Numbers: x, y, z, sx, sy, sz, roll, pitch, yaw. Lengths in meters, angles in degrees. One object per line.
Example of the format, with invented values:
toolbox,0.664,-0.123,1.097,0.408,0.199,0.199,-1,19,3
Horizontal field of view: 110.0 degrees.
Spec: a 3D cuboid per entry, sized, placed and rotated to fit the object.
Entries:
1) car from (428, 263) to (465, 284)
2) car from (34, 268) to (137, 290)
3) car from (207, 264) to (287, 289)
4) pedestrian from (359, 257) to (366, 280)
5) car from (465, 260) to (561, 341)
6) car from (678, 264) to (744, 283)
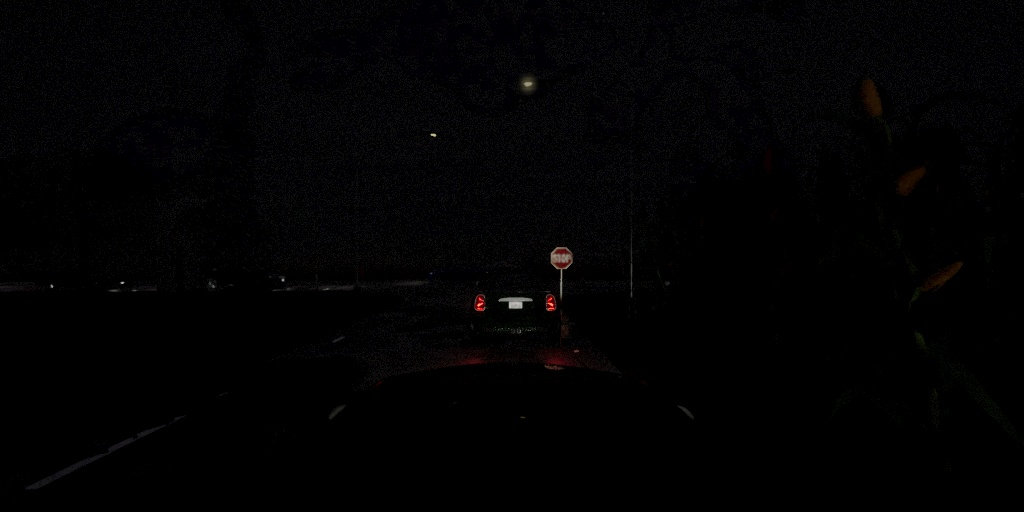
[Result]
car,-3.762,1.259,26.338,4.674,1.442,1.812,0,0,0
car,-27.452,1.434,23.210,4.718,1.301,1.895,0,2,0
car,-17.330,1.301,23.269,4.902,1.511,2.128,0,2,0
pedestrian,-12.252,0.983,29.271,0.375,1.860,0.375,0,2,0
car,0.027,1.098,10.000,2.097,1.767,4.553,0,0,-1
car,14.718,1.253,26.431,4.674,1.442,1.812,0,2,0
